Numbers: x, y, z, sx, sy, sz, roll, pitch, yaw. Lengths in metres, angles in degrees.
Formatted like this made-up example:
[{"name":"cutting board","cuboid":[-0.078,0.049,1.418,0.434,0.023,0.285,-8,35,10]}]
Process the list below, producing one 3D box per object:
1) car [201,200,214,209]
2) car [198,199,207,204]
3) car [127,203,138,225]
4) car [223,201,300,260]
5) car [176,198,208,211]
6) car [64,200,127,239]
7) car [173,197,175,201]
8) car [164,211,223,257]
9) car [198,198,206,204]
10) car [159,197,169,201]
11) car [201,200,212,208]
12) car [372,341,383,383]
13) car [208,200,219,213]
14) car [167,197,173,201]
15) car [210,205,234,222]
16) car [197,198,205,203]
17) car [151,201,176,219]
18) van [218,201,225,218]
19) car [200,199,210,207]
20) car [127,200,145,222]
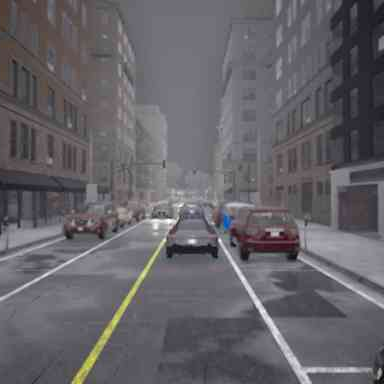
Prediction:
[{"name":"car","cuboid":[2.610,2.116,56.992,2.008,1.369,4.403,0,-1,0]},{"name":"car","cuboid":[2.596,2.389,84.400,2.008,1.369,4.403,0,-1,0]},{"name":"car","cuboid":[-5.412,1.767,24.133,1.752,1.417,4.829,0,-1,0]},{"name":"car","cuboid":[2.632,1.446,12.951,2.192,1.841,5.009,0,-1,0]},{"name":"car","cuboid":[0.006,1.635,28.429,2.097,1.767,4.553,0,-1,0]},{"name":"car","cuboid":[-5.408,1.502,18.628,2.192,1.841,5.009,0,-1,0]},{"name":"car","cuboid":[-5.445,2.044,73.435,2.192,1.841,5.009,0,-1,0]},{"name":"car","cuboid":[0.016,1.702,13.568,1.994,1.385,4.181,0,0,0]},{"name":"car","cuboid":[2.594,2.444,89.882,2.008,1.369,4.403,0,-1,0]},{"name":"car","cuboid":[-5.443,2.089,56.818,1.752,1.417,4.829,0,-1,0]},{"name":"car","cuboid":[2.607,2.164,62.473,1.887,1.381,4.507,0,-1,0]},{"name":"car","cuboid":[2.637,1.568,1.592,2.008,1.369,4.403,0,-1,0]},{"name":"car","cuboid":[2.626,1.558,24.308,2.192,1.841,5.009,0,-1,0]},{"name":"car","cuboid":[-5.445,2.198,67.781,1.752,1.417,4.829,0,-1,0]},{"name":"car","cuboid":[2.623,1.881,29.985,1.802,1.307,4.206,0,-1,0]},{"name":"car","cuboid":[2.591,2.388,95.365,1.967,1.590,4.097,0,-1,0]},{"name":"car","cuboid":[-2.784,1.889,32.583,1.994,1.385,4.181,0,-1,0]},{"name":"van","cuboid":[2.629,1.528,18.630,1.690,1.788,3.998,0,-1,0]},{"name":"car","cuboid":[2.604,2.225,67.955,2.008,1.369,4.403,0,-1,0]},{"name":"car","cuboid":[-5.415,1.614,29.984,2.192,1.841,5.009,0,-1,0]}]
